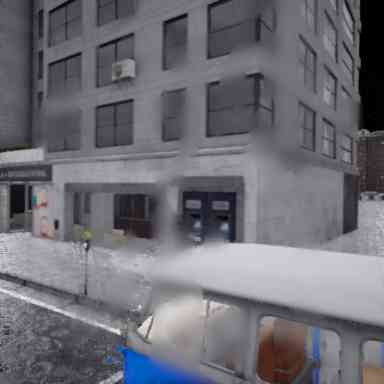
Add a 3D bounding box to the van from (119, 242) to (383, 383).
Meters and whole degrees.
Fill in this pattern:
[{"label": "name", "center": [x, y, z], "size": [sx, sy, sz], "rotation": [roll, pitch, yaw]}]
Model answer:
[{"label": "van", "center": [1.289, 1.341, 2.029], "size": [3.998, 1.788, 1.690], "rotation": [0, 1, 35]}]
